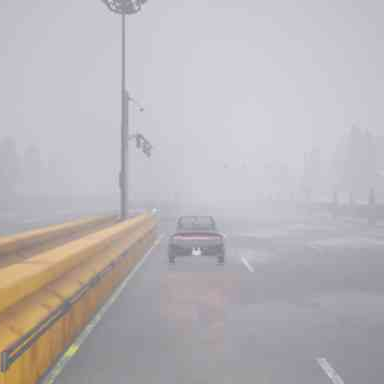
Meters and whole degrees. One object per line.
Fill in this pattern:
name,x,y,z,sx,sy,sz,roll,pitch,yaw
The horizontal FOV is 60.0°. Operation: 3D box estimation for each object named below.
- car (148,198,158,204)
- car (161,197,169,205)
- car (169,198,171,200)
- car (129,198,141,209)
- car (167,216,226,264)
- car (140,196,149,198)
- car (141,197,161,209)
car,-10.085,2.382,86.312,2.033,1.411,5.357,0,-1,0
car,-6.665,2.052,70.073,2.097,1.767,4.553,0,-1,0
car,-6.589,2.193,85.564,2.097,1.767,4.553,0,-1,0
car,-10.291,2.095,55.099,2.033,1.411,5.357,0,-1,1
car,0.152,1.613,12.249,2.128,1.511,4.902,0,-1,0
car,-10.161,1.929,70.825,2.150,2.045,5.566,0,-1,0
car,-6.797,2.054,55.139,1.837,1.490,4.892,0,-1,1
